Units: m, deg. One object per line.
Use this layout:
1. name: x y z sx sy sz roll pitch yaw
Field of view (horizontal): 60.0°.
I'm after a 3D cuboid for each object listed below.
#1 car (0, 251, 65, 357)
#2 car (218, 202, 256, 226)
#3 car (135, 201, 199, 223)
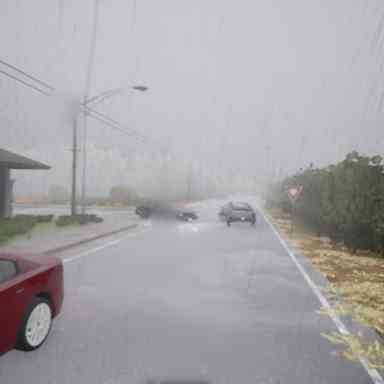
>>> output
1. car: -3.252 1.381 3.324 1.882 1.535 5.008 1 0 10
2. car: 3.011 1.408 22.813 2.128 1.511 4.902 2 0 -3
3. car: -1.931 1.335 23.687 2.033 1.411 5.357 1 0 -44
